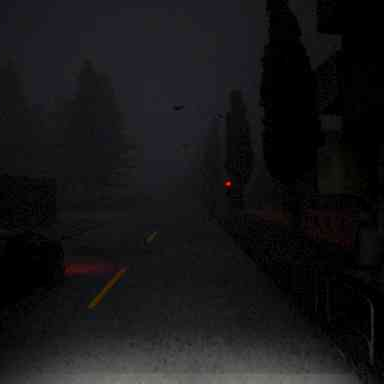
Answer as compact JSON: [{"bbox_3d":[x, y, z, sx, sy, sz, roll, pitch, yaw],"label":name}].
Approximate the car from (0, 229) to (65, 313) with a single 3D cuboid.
[{"bbox_3d":[-4.099,1.537,6.697,1.812,1.442,4.674,0,0,0],"label":"car"}]
